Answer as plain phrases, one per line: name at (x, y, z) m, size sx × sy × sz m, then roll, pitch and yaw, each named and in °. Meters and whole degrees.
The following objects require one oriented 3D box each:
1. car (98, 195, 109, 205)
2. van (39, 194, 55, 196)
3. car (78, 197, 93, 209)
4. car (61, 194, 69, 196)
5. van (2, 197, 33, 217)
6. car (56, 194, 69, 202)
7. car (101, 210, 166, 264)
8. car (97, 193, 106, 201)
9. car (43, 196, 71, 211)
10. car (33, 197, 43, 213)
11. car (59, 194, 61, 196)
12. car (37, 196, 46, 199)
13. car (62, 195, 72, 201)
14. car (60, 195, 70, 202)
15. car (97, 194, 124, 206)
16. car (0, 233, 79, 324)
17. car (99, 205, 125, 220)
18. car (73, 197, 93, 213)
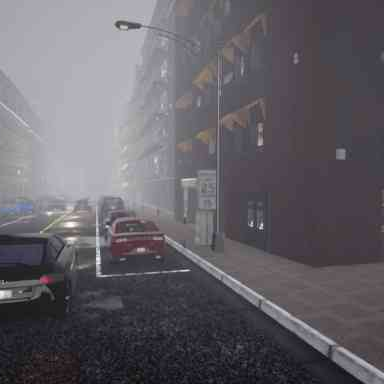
car at (-16.111, 1.432, 60.440) m, size 1.967 × 1.590 × 4.097 m, roll -1°, pitch 0°, yaw -16°
van at (-21.022, 1.326, 47.270) m, size 1.690 × 1.788 × 3.998 m, roll -1°, pitch 0°, yaw -16°
car at (-14.979, 1.467, 46.839) m, size 1.882 × 1.535 × 5.008 m, roll 0°, pitch 0°, yaw -16°
car at (-27.307, 1.537, 69.036) m, size 2.008 × 1.369 × 4.403 m, roll -1°, pitch 0°, yaw -16°
van at (-16.304, 1.327, 30.945) m, size 1.690 × 1.788 × 3.998 m, roll -1°, pitch 0°, yaw -16°
car at (-28.877, 1.303, 74.478) m, size 2.192 × 1.841 × 5.009 m, roll -1°, pitch 0°, yaw -16°
car at (-2.098, 1.542, 11.785) m, size 1.887 × 1.381 × 4.507 m, roll -1°, pitch 0°, yaw -16°
car at (-23.951, 1.311, 87.652) m, size 2.192 × 1.841 × 5.009 m, roll -1°, pitch 0°, yaw -16°
car at (-16.157, 1.535, 40.079) m, size 2.033 × 1.411 × 5.357 m, roll 0°, pitch 0°, yaw -16°
car at (-17.869, 1.567, 36.388) m, size 1.802 × 1.307 × 4.206 m, roll -1°, pitch 0°, yaw -16°
car at (-22.617, 1.300, 52.704) m, size 2.192 × 1.841 × 5.009 m, roll -1°, pitch 0°, yaw -16°
car at (-19.439, 1.567, 41.830) m, size 1.802 × 1.307 × 4.206 m, roll -1°, pitch 0°, yaw -16°
car at (-32.009, 1.556, 85.364) m, size 1.947 × 1.339 × 4.313 m, roll -1°, pitch 0°, yaw -16°
car at (-30.443, 1.429, 79.921) m, size 1.967 × 1.590 × 4.097 m, roll -1°, pitch 0°, yaw -16°
car at (-6.708, 1.308, 27.782) m, size 2.192 × 1.841 × 5.009 m, roll -1°, pitch 0°, yaw -16°
car at (-3.532, 1.561, 7.083) m, size 1.994 × 1.385 × 4.181 m, roll 0°, pitch 0°, yaw -16°
car at (-3.570, 1.562, 16.899) m, size 1.947 × 1.339 × 4.313 m, roll -1°, pitch 0°, yaw -16°
car at (-12.074, 1.516, 36.932) m, size 1.812 × 1.442 × 4.674 m, roll 0°, pitch 0°, yaw -16°
